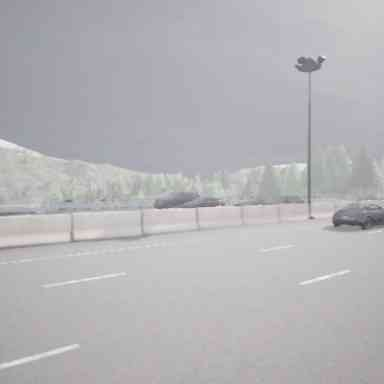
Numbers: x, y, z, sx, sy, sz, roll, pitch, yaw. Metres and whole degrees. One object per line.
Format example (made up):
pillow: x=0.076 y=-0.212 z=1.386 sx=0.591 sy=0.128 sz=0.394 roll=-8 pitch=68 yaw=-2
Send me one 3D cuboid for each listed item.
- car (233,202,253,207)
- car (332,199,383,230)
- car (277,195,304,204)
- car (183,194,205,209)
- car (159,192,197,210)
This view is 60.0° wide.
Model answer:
car: x=6.732 y=1.260 z=34.564 sx=5.357 sy=1.411 sz=2.033 roll=-1 pitch=0 yaw=-35
car: x=10.132 y=1.338 z=19.566 sx=4.181 sy=1.385 sz=1.994 roll=-1 pitch=1 yaw=-35
car: x=8.653 y=1.066 z=31.632 sx=4.553 sy=1.767 sz=2.097 roll=-1 pitch=0 yaw=-35
car: x=1.280 y=1.257 z=34.978 sx=4.892 sy=1.490 sz=1.837 roll=-1 pitch=1 yaw=-35
car: x=-1.498 y=0.985 z=37.298 sx=5.566 sy=2.045 sz=2.150 roll=-1 pitch=0 yaw=-35
